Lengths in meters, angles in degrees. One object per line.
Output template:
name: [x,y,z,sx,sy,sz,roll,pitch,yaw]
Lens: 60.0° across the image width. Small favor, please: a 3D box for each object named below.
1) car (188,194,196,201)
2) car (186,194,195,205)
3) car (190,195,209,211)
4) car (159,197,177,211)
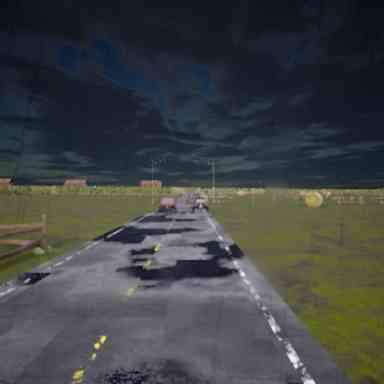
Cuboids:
car: [-0.004,1.214,72.998,1.882,1.535,5.008,0,0,0]
car: [-0.003,1.333,57.025,2.128,1.511,4.902,0,0,0]
car: [0.960,1.424,37.948,1.812,1.442,4.674,0,0,0]
car: [-2.838,1.370,39.904,1.882,1.535,5.008,0,0,0]
